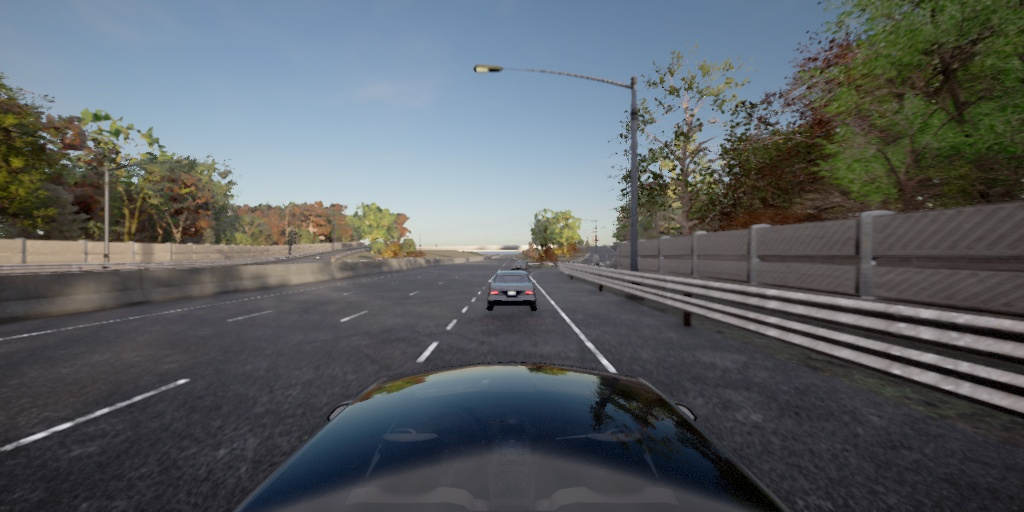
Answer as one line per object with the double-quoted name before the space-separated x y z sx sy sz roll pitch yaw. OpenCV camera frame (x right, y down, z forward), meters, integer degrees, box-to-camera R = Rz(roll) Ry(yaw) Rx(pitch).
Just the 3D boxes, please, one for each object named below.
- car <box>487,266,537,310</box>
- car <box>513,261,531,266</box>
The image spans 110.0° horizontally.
"car" -0.006 1.301 14.620 2.033 1.411 5.357 0 0 0
"car" 1.232 1.322 45.207 2.033 1.411 5.357 0 -1 10
